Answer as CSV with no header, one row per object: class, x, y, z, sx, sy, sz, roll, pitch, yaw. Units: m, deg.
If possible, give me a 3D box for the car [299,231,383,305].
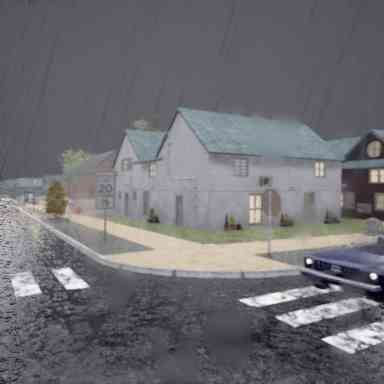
car,4.794,1.671,8.010,4.718,1.301,1.895,1,1,-33
